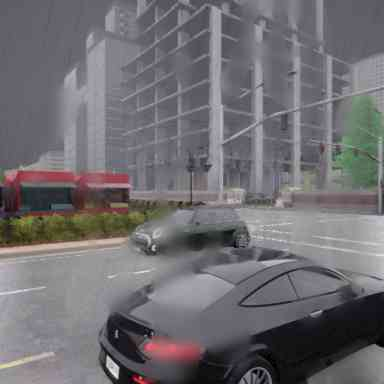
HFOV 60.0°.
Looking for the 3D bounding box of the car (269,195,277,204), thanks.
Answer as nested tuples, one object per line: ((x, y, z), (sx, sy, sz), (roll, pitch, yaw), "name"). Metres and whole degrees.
((13.210, 1.114, 59.359), (1.905, 1.878, 3.866), (0, 0, -36), "car")

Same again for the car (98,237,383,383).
((1.105, 1.526, 4.573), (4.674, 1.442, 1.812), (0, 0, -35), "car")

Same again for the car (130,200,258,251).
((-0.002, 1.352, 12.499), (4.553, 1.767, 2.097), (0, 0, -36), "car")

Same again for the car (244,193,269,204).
((10.822, 1.114, 57.643), (1.905, 1.878, 3.866), (0, 0, -36), "car")
